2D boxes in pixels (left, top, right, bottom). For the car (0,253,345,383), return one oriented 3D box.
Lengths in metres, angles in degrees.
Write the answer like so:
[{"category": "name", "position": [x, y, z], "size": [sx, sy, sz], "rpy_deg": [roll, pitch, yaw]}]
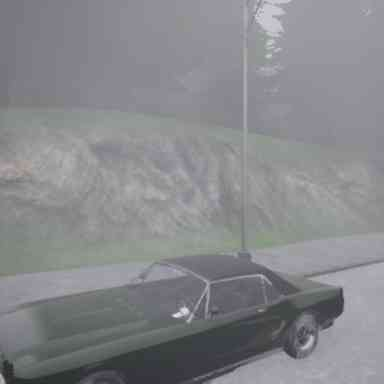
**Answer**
[{"category": "car", "position": [-0.078, 1.621, 4.520], "size": [4.718, 1.301, 1.895], "rpy_deg": [1, 0, -34]}]
